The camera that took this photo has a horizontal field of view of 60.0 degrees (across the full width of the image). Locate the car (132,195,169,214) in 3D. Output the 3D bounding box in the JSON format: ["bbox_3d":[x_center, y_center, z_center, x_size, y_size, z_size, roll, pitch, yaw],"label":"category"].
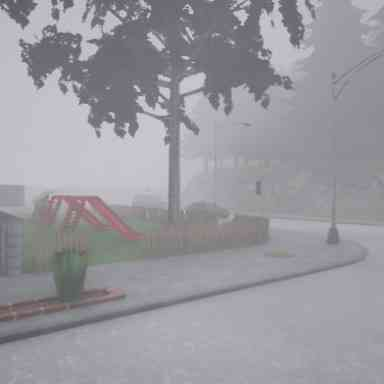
[{"bbox_3d":[-4.844,1.328,37.882,2.150,2.045,5.566,0,0,-36],"label":"car"}]

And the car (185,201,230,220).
[{"bbox_3d":[1.281,1.611,29.269,1.837,1.490,4.892,0,0,-35],"label":"car"}]
